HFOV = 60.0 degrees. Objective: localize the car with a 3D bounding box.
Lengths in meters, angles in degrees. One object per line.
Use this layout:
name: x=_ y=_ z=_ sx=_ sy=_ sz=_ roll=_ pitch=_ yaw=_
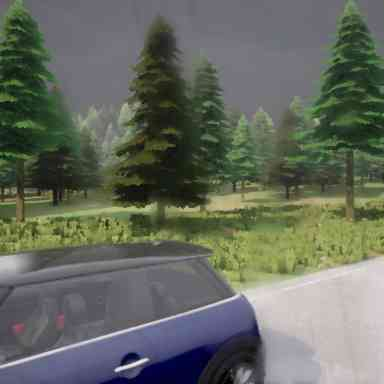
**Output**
car: x=-1.468 y=1.352 z=2.955 sx=4.553 sy=1.767 sz=2.097 roll=0 pitch=0 yaw=-36
